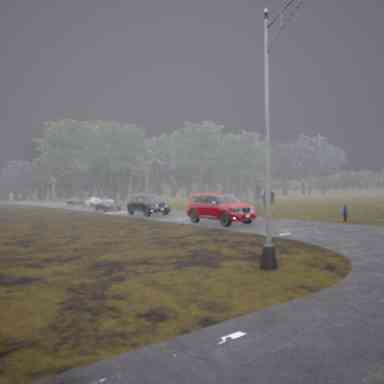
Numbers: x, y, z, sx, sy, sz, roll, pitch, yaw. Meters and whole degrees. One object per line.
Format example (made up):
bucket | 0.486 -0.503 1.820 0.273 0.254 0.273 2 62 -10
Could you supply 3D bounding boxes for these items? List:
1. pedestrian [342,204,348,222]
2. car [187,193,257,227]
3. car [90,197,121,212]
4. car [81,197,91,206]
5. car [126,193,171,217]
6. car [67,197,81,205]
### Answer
pedestrian | 9.997 1.382 21.662 0.500 1.100 0.500 -3 2 -36
car | 1.841 1.120 22.740 2.150 2.045 5.566 -3 1 -36
car | -10.000 1.506 39.248 1.812 1.442 4.674 -3 1 -35
car | -15.195 1.509 51.525 1.812 1.442 4.674 -3 1 -36
car | -4.200 1.146 31.160 2.150 2.045 5.566 -3 1 -36
car | -21.057 1.586 59.679 2.128 1.511 4.902 -3 1 -36
